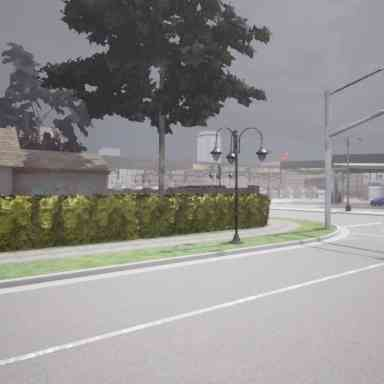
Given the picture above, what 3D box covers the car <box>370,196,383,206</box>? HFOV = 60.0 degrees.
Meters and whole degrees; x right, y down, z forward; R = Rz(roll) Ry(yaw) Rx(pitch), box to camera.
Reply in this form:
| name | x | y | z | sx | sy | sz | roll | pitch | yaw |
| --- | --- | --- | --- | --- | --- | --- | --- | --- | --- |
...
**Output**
| name | x | y | z | sx | sy | sz | roll | pitch | yaw |
| --- | --- | --- | --- | --- | --- | --- | --- | --- | --- |
| car | 28.512 | 1.295 | 48.482 | 2.242 | 1.667 | 4.611 | 0 | 0 | -35 |
